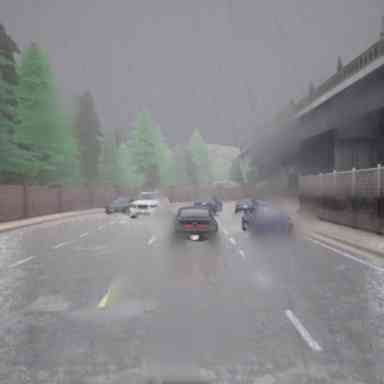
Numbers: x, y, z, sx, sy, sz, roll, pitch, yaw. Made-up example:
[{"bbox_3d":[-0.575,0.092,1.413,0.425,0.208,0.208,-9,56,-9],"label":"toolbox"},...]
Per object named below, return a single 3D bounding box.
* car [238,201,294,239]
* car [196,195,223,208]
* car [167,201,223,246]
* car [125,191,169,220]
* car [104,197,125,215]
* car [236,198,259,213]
[{"bbox_3d":[3.590,1.370,16.201,1.812,1.442,4.674,0,1,0],"label":"car"},{"bbox_3d":[1.600,1.053,31.271,2.097,1.767,4.553,0,1,14],"label":"car"},{"bbox_3d":[0.101,1.366,14.418,1.837,1.490,4.892,0,0,0],"label":"car"},{"bbox_3d":[-3.197,0.974,25.937,2.150,2.045,5.566,0,0,6],"label":"car"},{"bbox_3d":[-6.065,1.221,29.685,1.837,1.490,4.892,0,0,12],"label":"car"},{"bbox_3d":[5.470,1.258,32.037,1.994,1.385,4.181,0,1,18],"label":"car"}]
